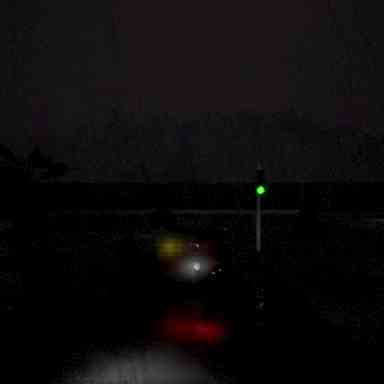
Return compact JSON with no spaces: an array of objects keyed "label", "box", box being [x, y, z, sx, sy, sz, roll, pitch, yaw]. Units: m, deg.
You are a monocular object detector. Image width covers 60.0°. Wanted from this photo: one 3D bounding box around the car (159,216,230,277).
[{"label":"car","box":[0.080,1.516,10.240,1.837,1.490,4.892,0,0,0]}]
